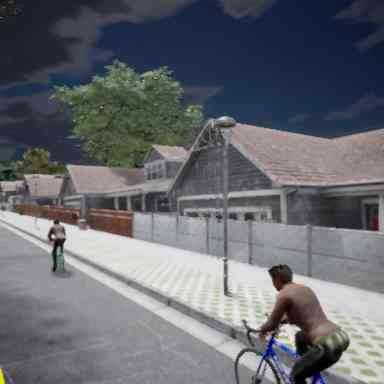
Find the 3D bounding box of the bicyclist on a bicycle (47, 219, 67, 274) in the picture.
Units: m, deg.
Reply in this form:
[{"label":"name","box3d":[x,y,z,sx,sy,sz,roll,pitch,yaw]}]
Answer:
[{"label":"bicyclist on a bicycle","box3d":[-4.235,1.690,10.461,0.582,1.620,1.656,1,-2,-35]}]

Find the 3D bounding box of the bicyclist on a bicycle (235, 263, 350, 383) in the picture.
[{"label":"bicyclist on a bicycle","box3d":[0.954,1.519,3.089,0.582,1.620,1.656,1,-2,-35]}]
